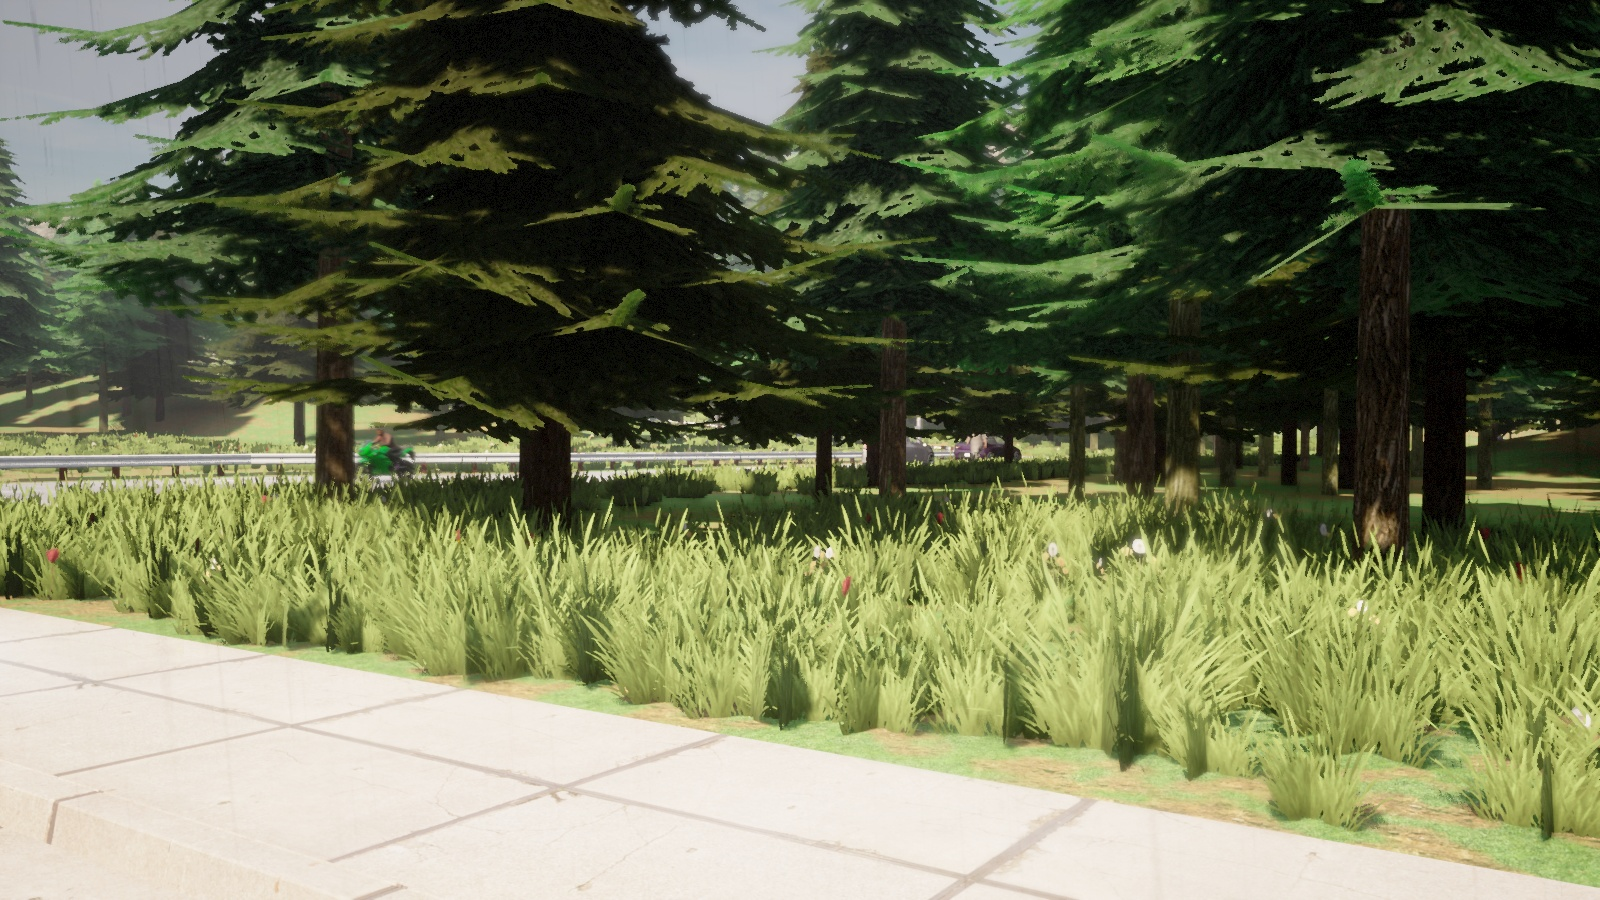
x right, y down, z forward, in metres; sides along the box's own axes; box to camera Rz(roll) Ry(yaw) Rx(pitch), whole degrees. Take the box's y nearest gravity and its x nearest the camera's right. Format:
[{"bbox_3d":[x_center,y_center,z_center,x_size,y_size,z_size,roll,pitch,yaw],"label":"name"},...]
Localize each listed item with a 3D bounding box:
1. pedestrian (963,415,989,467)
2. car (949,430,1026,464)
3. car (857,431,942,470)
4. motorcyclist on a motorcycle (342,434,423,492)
[{"bbox_3d":[6.636,-0.340,47.375,0.659,1.952,0.873,0,1,30],"label":"pedestrian"},{"bbox_3d":[8.648,-0.148,57.729,1.816,1.474,4.193,0,1,35],"label":"car"},{"bbox_3d":[4.080,-0.017,51.140,1.845,1.501,3.633,0,1,35],"label":"car"},{"bbox_3d":[-11.333,0.323,34.150,0.797,1.523,2.044,0,1,33],"label":"motorcyclist on a motorcycle"}]
